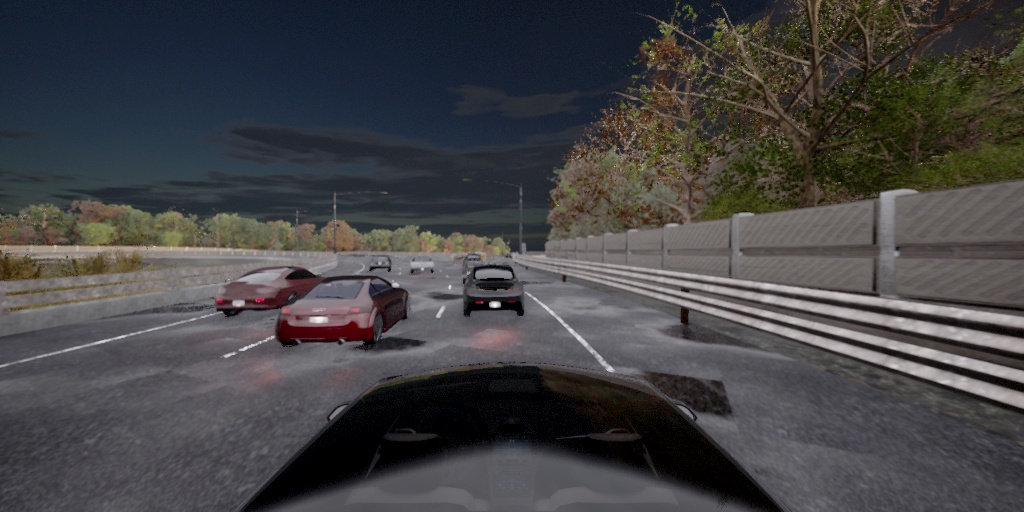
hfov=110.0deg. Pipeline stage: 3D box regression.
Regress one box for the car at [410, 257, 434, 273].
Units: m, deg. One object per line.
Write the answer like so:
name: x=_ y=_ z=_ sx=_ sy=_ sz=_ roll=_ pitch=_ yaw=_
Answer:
car: x=-7.919 y=0.733 z=31.321 sx=1.895 sy=1.301 sz=4.718 roll=0 pitch=1 yaw=-16

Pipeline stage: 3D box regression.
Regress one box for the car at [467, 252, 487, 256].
car: x=-3.693 y=0.556 z=34.832 sx=1.837 sy=1.490 sz=4.892 roll=0 pitch=2 yaw=-6

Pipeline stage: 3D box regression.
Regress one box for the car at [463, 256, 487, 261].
car: x=-2.147 y=0.912 z=22.460 sx=1.895 sy=1.301 sz=4.718 roll=0 pitch=1 yaw=-8

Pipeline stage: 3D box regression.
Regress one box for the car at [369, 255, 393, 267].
car: x=-12.057 y=0.650 z=33.021 sx=2.033 sy=1.411 sz=5.357 roll=0 pitch=1 yaw=-18

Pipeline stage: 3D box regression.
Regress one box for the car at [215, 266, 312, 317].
car: x=-7.657 y=1.068 z=12.036 sx=1.812 sy=1.442 sz=4.674 roll=0 pitch=1 yaw=-5

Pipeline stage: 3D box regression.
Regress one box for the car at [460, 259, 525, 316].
car: x=-0.686 y=1.032 z=12.249 sx=1.837 sy=1.490 sz=4.892 roll=0 pitch=1 yaw=-5

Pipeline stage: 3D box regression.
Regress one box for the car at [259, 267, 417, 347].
car: x=-3.879 y=1.166 z=8.947 sx=1.994 sy=1.385 sz=4.181 roll=0 pitch=1 yaw=-4
